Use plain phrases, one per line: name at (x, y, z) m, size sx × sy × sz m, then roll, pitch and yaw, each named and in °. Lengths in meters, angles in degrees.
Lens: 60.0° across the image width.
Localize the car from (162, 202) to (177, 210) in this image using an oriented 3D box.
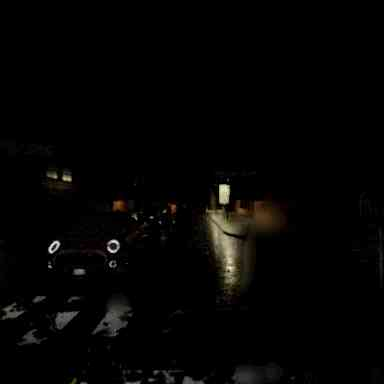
car at (-3.855, 2.319, 56.405) m, size 1.895 × 1.301 × 4.718 m, roll 0°, pitch -1°, yaw -11°

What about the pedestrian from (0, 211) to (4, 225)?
pedestrian at (-9.681, 1.530, 16.395) m, size 0.375 × 1.860 × 0.375 m, roll 0°, pitch -2°, yaw 1°

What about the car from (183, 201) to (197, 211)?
car at (-0.406, 2.128, 52.361) m, size 1.882 × 1.535 × 5.008 m, roll 0°, pitch -1°, yaw -5°

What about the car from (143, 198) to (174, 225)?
car at (-2.871, 1.473, 26.461) m, size 2.150 × 2.045 × 5.566 m, roll 0°, pitch 0°, yaw 0°

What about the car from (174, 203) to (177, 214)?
car at (-2.970, 1.811, 41.350) m, size 2.097 × 1.767 × 4.553 m, roll 0°, pitch -1°, yaw -1°

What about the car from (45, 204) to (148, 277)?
car at (-2.876, 1.459, 10.702) m, size 2.097 × 1.767 × 4.553 m, roll -1°, pitch 0°, yaw 0°
